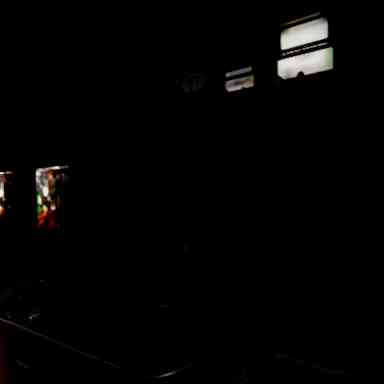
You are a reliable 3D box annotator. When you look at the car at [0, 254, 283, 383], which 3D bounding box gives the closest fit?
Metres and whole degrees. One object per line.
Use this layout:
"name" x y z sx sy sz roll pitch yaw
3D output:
"car" -1.215 1.424 3.624 4.097 1.590 1.967 0 -1 36
